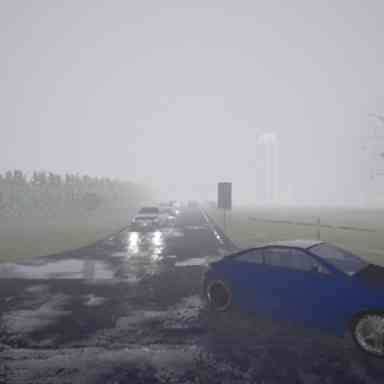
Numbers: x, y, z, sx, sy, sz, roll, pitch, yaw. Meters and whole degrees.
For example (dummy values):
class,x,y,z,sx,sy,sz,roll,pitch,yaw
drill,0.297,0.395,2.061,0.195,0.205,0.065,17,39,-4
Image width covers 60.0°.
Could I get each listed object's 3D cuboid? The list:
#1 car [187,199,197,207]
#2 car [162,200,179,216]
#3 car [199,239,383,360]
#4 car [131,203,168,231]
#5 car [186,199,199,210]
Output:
class,x,y,z,sx,sy,sz,roll,pitch,yaw
car,-0.010,2.049,61.921,1.812,1.442,4.674,0,-1,0
car,-2.839,1.849,36.939,2.033,1.411,5.357,0,-1,0
car,2.174,1.617,6.122,4.181,1.385,1.994,0,0,40
car,-2.854,1.705,22.368,1.812,1.442,4.674,0,0,0
car,0.096,1.975,51.472,2.033,1.411,5.357,0,-1,0
